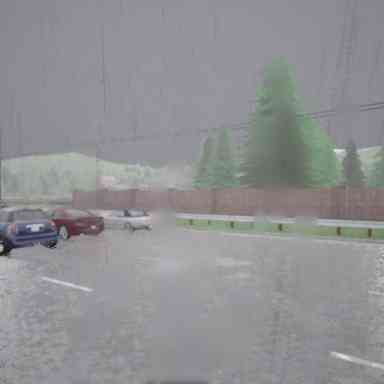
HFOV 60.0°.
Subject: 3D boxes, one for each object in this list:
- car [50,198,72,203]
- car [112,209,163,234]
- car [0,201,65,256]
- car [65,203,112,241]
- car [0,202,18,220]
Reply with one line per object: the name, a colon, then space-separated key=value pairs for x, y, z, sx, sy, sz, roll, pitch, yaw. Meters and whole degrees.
car: x=-22.732 y=1.761 z=56.813 sx=4.674 sy=1.442 sz=1.812 roll=0 pitch=0 yaw=-27
car: x=-4.058 y=1.668 z=19.774 sx=4.718 sy=1.301 sz=1.895 roll=0 pitch=0 yaw=36
car: x=-7.593 y=1.417 z=13.695 sx=4.553 sy=1.767 sz=2.097 roll=0 pitch=0 yaw=36
car: x=-6.725 y=1.548 z=17.372 sx=5.008 sy=1.535 sz=1.882 roll=0 pitch=0 yaw=36
car: x=-17.858 y=1.636 z=29.616 sx=4.902 sy=1.511 sz=2.128 roll=0 pitch=0 yaw=36
